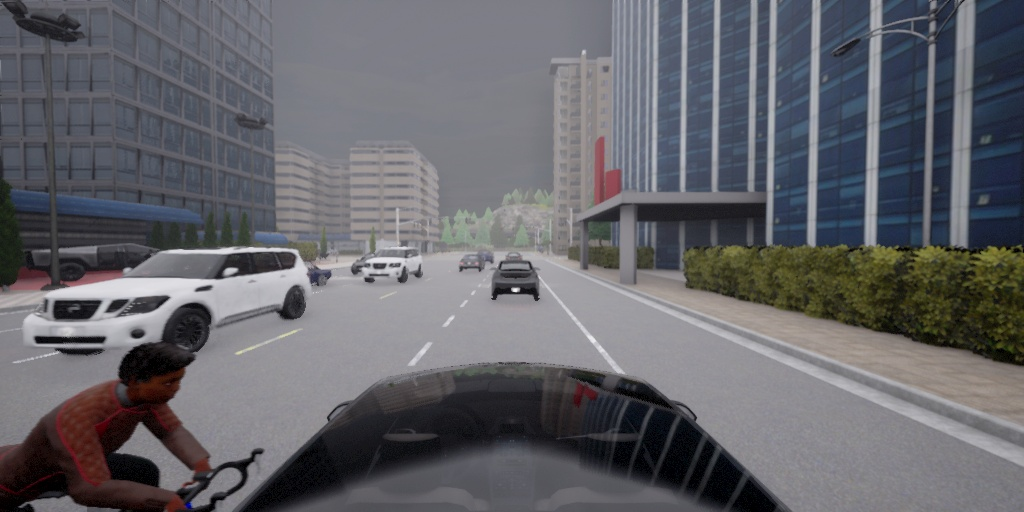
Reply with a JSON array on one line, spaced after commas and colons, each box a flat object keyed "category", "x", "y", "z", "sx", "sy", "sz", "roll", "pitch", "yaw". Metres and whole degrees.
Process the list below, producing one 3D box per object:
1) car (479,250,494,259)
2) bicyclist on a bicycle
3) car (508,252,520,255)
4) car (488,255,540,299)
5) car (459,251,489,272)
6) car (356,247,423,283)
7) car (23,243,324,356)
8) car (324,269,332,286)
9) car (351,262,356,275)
[{"category": "car", "x": -3.303, "y": -0.002, "z": 44.258, "sx": 2.097, "sy": 1.767, "sz": 4.553, "roll": 0, "pitch": 1, "yaw": 1}, {"category": "bicyclist on a bicycle", "x": -1.759, "y": 1.207, "z": 1.575, "sx": 1.656, "sy": 1.620, "sz": 0.582, "roll": 2, "pitch": 1, "yaw": -12}, {"category": "car", "x": 0.209, "y": 0.322, "z": 38.505, "sx": 1.812, "sy": 1.442, "sz": 4.674, "roll": 0, "pitch": 1, "yaw": 0}, {"category": "car", "x": 0.135, "y": 0.902, "z": 15.321, "sx": 1.837, "sy": 1.490, "sz": 4.892, "roll": 0, "pitch": 1, "yaw": 0}, {"category": "car", "x": -3.336, "y": 0.553, "z": 30.404, "sx": 2.033, "sy": 1.411, "sz": 5.357, "roll": 0, "pitch": 1, "yaw": 0}, {"category": "car", "x": -7.017, "y": 0.453, "z": 21.715, "sx": 2.150, "sy": 2.045, "sz": 5.566, "roll": 0, "pitch": 1, "yaw": 1}, {"category": "car", "x": -7.084, "y": 0.796, "z": 8.470, "sx": 2.150, "sy": 2.045, "sz": 5.566, "roll": 0, "pitch": 1, "yaw": 0}, {"category": "car", "x": -10.484, "y": 0.959, "z": 16.736, "sx": 1.895, "sy": 1.301, "sz": 4.718, "roll": 0, "pitch": 1, "yaw": 1}, {"category": "car", "x": -10.463, "y": 0.589, "z": 27.288, "sx": 1.837, "sy": 1.490, "sz": 4.892, "roll": 0, "pitch": 1, "yaw": 1}]
